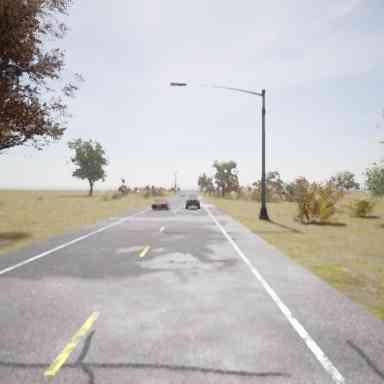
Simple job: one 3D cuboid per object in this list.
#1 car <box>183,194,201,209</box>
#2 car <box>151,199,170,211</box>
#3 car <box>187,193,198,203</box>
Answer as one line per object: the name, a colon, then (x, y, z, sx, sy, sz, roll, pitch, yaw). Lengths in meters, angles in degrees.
car: (0.110, 1.344, 43.594, 1.837, 1.490, 4.892, 0, 0, 0)
car: (-3.584, 1.459, 38.599, 1.895, 1.301, 4.718, 0, 0, 0)
car: (0.113, 1.121, 61.835, 2.097, 1.767, 4.553, 0, 0, 0)
